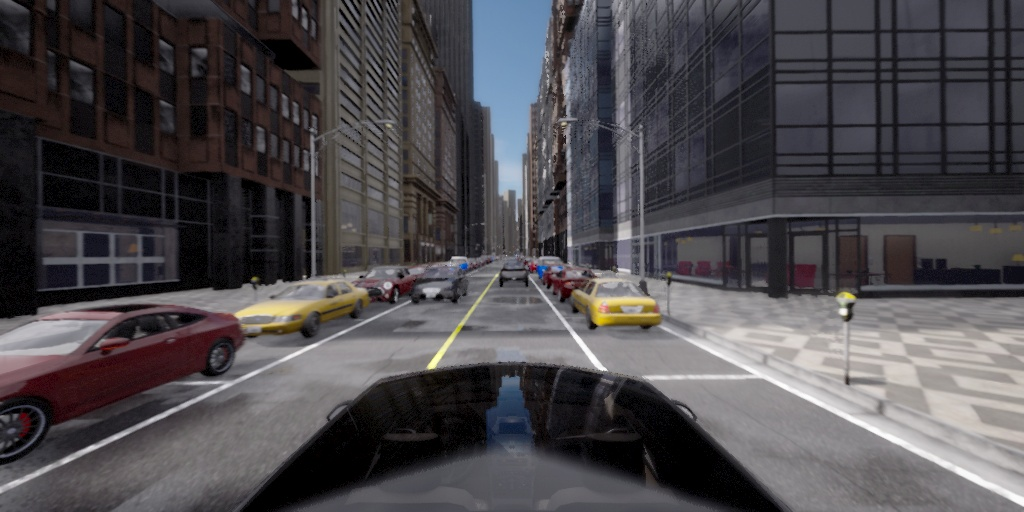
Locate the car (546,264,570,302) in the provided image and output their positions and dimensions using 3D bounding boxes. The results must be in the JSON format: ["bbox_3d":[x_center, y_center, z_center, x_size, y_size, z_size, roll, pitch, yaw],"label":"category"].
[{"bbox_3d":[2.813,1.204,16.140,1.888,1.381,4.507,0,0,0],"label":"car"}]

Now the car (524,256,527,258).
[{"bbox_3d":[2.823,0.981,44.151,1.967,1.591,4.097,0,0,0],"label":"car"}]

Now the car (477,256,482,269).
[{"bbox_3d":[-5.701,1.052,49.746,1.967,1.591,4.097,0,0,0],"label":"car"}]

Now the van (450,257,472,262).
[{"bbox_3d":[-5.704,0.999,38.542,1.690,1.789,3.998,0,0,0],"label":"van"}]

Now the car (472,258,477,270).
[{"bbox_3d":[-5.702,1.217,44.143,1.802,1.307,4.207,0,0,0],"label":"car"}]

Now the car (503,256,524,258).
[{"bbox_3d":[0.135,1.099,39.125,1.837,1.490,4.892,-1,1,0],"label":"car"}]

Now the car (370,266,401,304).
[{"bbox_3d":[-5.711,1.192,16.135,1.967,1.591,4.097,0,0,0],"label":"car"}]

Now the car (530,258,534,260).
[{"bbox_3d":[2.821,1.110,38.549,1.888,1.381,4.507,0,0,0],"label":"car"}]

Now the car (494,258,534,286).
[{"bbox_3d":[0.131,1.147,24.015,2.128,1.511,4.902,-1,0,0],"label":"car"}]

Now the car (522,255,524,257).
[{"bbox_3d":[2.828,1.017,60.957,1.888,1.381,4.507,0,0,0],"label":"car"}]

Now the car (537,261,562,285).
[{"bbox_3d":[2.815,1.180,21.742,1.888,1.381,4.507,0,0,0],"label":"car"}]

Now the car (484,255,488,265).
[{"bbox_3d":[-5.697,1.005,60.949,1.967,1.591,4.097,0,0,0],"label":"car"}]

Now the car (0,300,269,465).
[{"bbox_3d":[-5.715,1.381,4.931,1.802,1.307,4.207,0,0,0],"label":"car"}]

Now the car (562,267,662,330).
[{"bbox_3d":[2.812,1.207,10.708,1.751,1.417,4.829,0,0,0],"label":"car"}]

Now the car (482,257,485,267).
[{"bbox_3d":[-5.699,1.154,55.347,1.948,1.339,4.313,0,0,0],"label":"car"}]

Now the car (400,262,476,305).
[{"bbox_3d":[-3.050,1.215,15.989,2.128,1.511,4.902,-1,0,0],"label":"car"}]

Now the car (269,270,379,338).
[{"bbox_3d":[-5.713,1.301,10.363,1.751,1.417,4.829,0,0,0],"label":"car"}]

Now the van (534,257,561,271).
[{"bbox_3d":[2.817,0.952,27.344,1.690,1.789,3.998,0,0,0],"label":"van"}]

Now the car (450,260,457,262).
[{"bbox_3d":[-5.708,1.250,27.339,1.888,1.381,4.507,0,0,0],"label":"car"}]
